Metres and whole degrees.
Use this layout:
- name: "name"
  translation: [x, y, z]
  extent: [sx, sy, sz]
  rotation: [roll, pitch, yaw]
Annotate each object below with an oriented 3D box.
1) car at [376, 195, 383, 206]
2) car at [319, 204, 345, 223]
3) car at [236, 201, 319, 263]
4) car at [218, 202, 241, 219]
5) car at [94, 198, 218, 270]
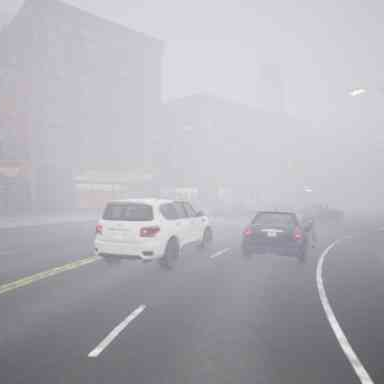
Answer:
- name: "car"
  translation: [37.107, 1.646, 63.426]
  extent: [5.566, 2.045, 2.435]
  rotation: [1, 0, -41]
- name: "car"
  translation: [10.281, 1.670, 26.647]
  extent: [5.357, 1.411, 2.033]
  rotation: [1, 0, -41]
- name: "car"
  translation: [3.450, 1.396, 12.637]
  extent: [2.097, 1.767, 4.553]
  rotation: [1, 0, 24]
- name: "car"
  translation: [3.672, 1.624, 30.254]
  extent: [4.181, 1.385, 1.994]
  rotation: [1, 0, -43]
- name: "car"
  translation: [-1.010, 1.221, 11.418]
  extent: [2.150, 2.045, 5.566]
  rotation: [0, 0, 20]
